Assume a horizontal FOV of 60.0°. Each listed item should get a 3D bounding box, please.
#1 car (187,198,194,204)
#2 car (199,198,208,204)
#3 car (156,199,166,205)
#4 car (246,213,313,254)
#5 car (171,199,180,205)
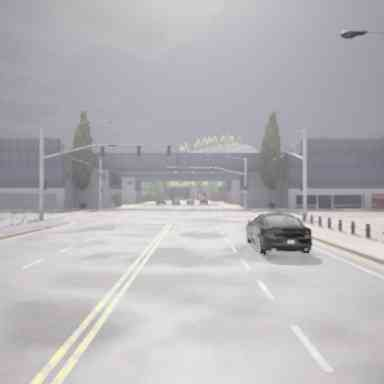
[{"bbox_3d":[-0.436,2.477,86.437,2.033,1.411,5.357,0,-1,0],"label":"car"},{"bbox_3d":[3.065,2.440,86.650,1.837,1.490,4.892,0,-1,0],"label":"car"},{"bbox_3d":[-7.480,2.425,80.260,1.994,1.385,4.181,0,-1,0],"label":"car"},{"bbox_3d":[3.528,1.634,14.237,1.882,1.535,5.008,0,0,0],"label":"car"},{"bbox_3d":[-3.980,2.397,80.235,2.128,1.511,4.902,0,-1,0],"label":"car"}]
